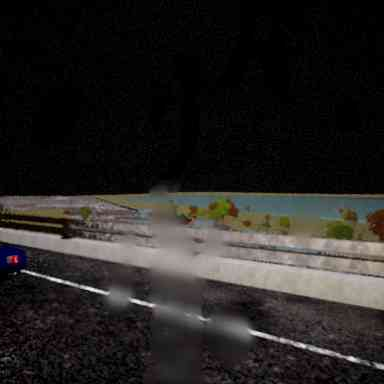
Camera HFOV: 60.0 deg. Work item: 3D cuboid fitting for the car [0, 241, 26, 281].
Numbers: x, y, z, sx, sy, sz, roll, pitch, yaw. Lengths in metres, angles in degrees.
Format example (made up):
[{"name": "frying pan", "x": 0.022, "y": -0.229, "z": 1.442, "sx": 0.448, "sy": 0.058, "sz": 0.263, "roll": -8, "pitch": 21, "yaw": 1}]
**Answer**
[{"name": "car", "x": -6.355, "y": 1.610, "z": 8.576, "sx": 4.718, "sy": 1.301, "sz": 1.895, "roll": 0, "pitch": 0, "yaw": 36}]
